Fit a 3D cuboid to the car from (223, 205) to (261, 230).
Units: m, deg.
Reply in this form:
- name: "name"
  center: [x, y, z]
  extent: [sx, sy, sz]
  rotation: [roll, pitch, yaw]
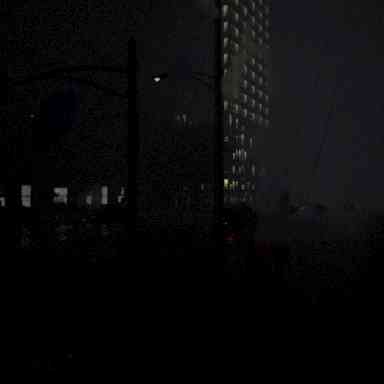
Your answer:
- name: "car"
  center: [3.635, 1.948, 24.968]
  extent: [1.837, 1.490, 4.892]
  rotation: [0, -1, 33]

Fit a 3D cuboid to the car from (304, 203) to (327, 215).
- name: "car"
  center: [17.840, 2.392, 47.158]
  extent: [1.882, 1.535, 5.008]
  rotation: [0, -1, 33]

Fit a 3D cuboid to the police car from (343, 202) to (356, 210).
- name: "police car"
  center: [31.226, 2.746, 66.018]
  extent: [1.930, 1.638, 5.238]
  rotation: [0, -1, 33]

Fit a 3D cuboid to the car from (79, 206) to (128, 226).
- name: "car"
  center: [-6.896, 1.891, 27.006]
  extent: [1.812, 1.442, 4.674]
  rotation: [0, -1, 33]

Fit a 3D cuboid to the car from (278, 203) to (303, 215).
- name: "car"
  center: [13.688, 2.467, 46.743]
  extent: [1.895, 1.301, 4.718]
  rotation: [0, -1, 33]

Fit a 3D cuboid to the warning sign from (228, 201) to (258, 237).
- name: "warning sign"
  center: [2.887, 1.459, 18.706]
  extent: [1.300, 1.860, 1.060]
  rotation: [1, 1, 33]
